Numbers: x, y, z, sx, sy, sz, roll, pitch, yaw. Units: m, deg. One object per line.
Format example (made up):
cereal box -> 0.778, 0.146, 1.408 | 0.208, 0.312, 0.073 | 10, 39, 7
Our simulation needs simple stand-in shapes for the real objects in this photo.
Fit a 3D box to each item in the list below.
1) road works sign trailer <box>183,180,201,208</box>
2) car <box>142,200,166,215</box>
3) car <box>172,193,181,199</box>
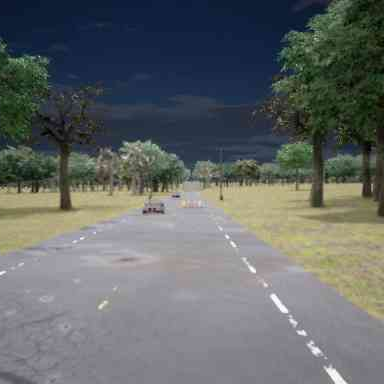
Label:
road works sign trailer -> -0.010, 0.270, 43.196 | 2.380, 3.560, 2.880 | 0, 1, 0
car -> -3.601, 1.463, 32.154 | 1.994, 1.385, 4.181 | 0, 0, 0
car -> -3.518, 0.950, 74.032 | 1.895, 1.301, 4.718 | 0, 1, 0
